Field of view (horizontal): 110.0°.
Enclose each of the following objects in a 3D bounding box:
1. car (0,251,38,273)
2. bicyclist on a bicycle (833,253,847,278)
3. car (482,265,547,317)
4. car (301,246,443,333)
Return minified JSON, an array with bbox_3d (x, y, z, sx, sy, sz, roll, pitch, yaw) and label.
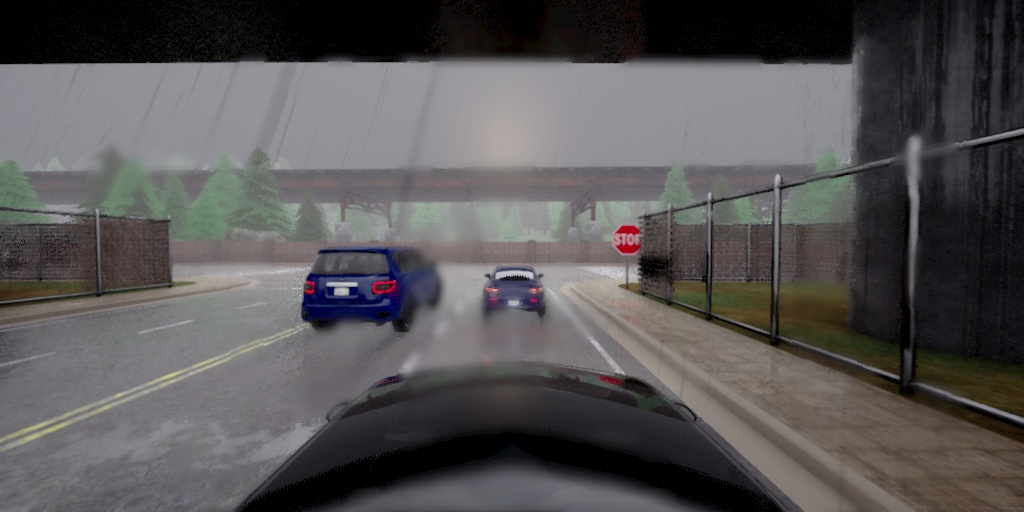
[{"bbox_3d":[-39.358,0.372,27.294,4.553,1.767,2.097,0,2,0],"label":"car"},{"bbox_3d":[18.340,0.539,19.658,0.582,1.620,1.656,0,1,1],"label":"bicyclist on a bicycle"},{"bbox_3d":[0.078,0.995,11.547,1.812,1.442,4.674,0,2,0],"label":"car"},{"bbox_3d":[-3.431,0.737,9.944,2.150,2.045,5.566,0,2,0],"label":"car"}]
